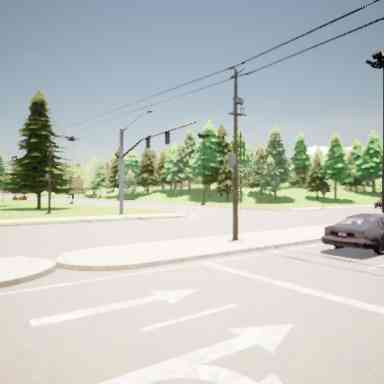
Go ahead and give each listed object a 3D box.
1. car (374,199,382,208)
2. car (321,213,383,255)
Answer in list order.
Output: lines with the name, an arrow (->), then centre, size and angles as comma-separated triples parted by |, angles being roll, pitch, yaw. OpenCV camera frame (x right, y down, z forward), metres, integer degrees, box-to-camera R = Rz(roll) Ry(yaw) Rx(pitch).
car -> 28.486, 1.602, 48.505 | 5.008, 1.535, 1.882 | 0, 0, -35
car -> 7.434, 1.581, 13.515 | 5.357, 1.411, 2.033 | 0, 0, -37
